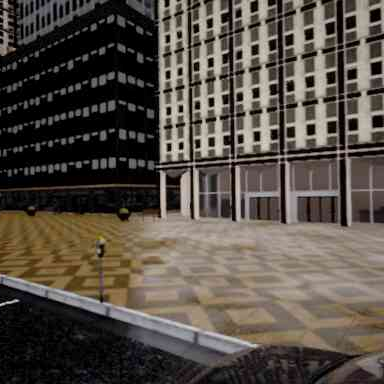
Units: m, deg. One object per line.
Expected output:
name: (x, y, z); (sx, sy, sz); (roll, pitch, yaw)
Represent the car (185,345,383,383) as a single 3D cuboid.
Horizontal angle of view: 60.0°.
car: (1.775, 1.544, 1.615); (4.403, 1.369, 2.008); (-1, -1, 35)
